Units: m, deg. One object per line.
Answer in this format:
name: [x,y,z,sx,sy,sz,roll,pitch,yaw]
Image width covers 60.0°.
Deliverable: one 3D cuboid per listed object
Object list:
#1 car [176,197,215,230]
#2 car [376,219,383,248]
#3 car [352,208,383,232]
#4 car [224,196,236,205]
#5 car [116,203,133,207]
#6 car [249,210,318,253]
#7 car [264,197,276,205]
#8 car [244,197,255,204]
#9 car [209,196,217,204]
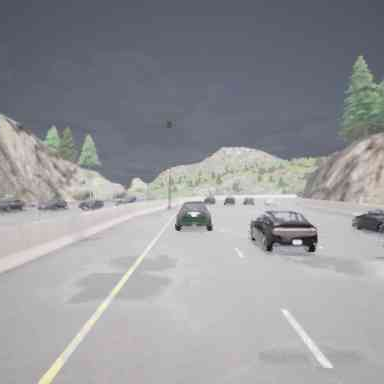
car: [0.120,1.378,21.278,2.097,1.767,4.553,0,0,0]
car: [7.109,1.610,8.645,1.895,1.301,4.718,0,0,0]
car: [10.613,1.585,18.274,1.994,1.385,4.181,0,0,0]
car: [7.061,1.579,61.050,1.837,1.490,4.892,-1,0,12]
car: [-9.325,1.586,47.185,1.812,1.442,4.674,0,0,6]
car: [3.609,1.508,13.806,2.128,1.511,4.902,0,0,0]
car: [13.953,1.596,59.836,1.812,1.442,4.674,0,0,12]
car: [10.896,1.623,63.156,2.033,1.411,5.357,0,0,14]
car: [3.501,1.580,61.097,1.837,1.490,4.892,-1,0,12]
